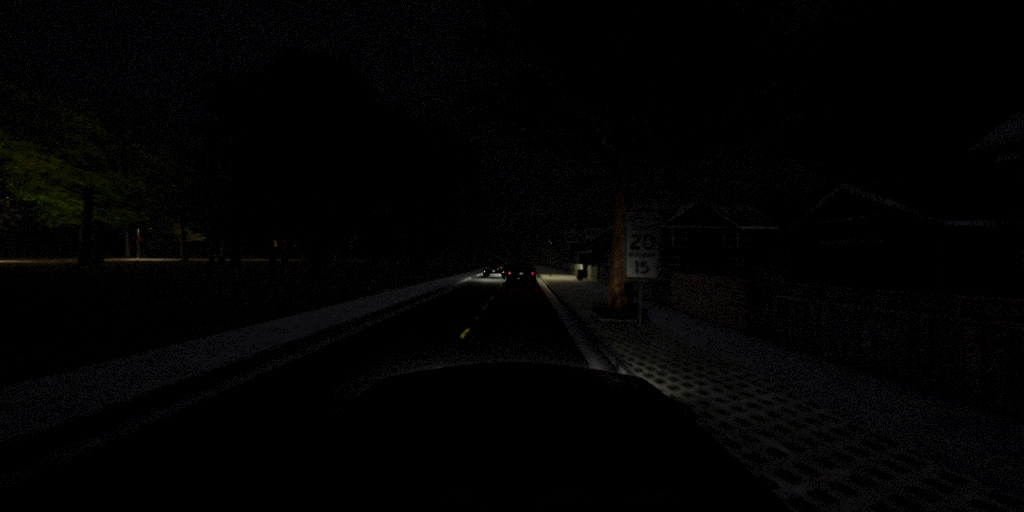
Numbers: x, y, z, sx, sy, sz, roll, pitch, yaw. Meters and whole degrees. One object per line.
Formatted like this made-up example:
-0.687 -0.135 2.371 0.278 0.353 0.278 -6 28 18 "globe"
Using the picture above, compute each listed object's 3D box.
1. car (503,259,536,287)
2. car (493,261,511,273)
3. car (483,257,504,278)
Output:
0.702 1.246 26.774 2.097 1.767 4.553 1 0 2 "car"
-1.338 1.518 49.650 2.128 1.511 4.902 1 0 2 "car"
-1.702 1.135 37.828 2.150 2.045 5.566 1 0 2 "car"
